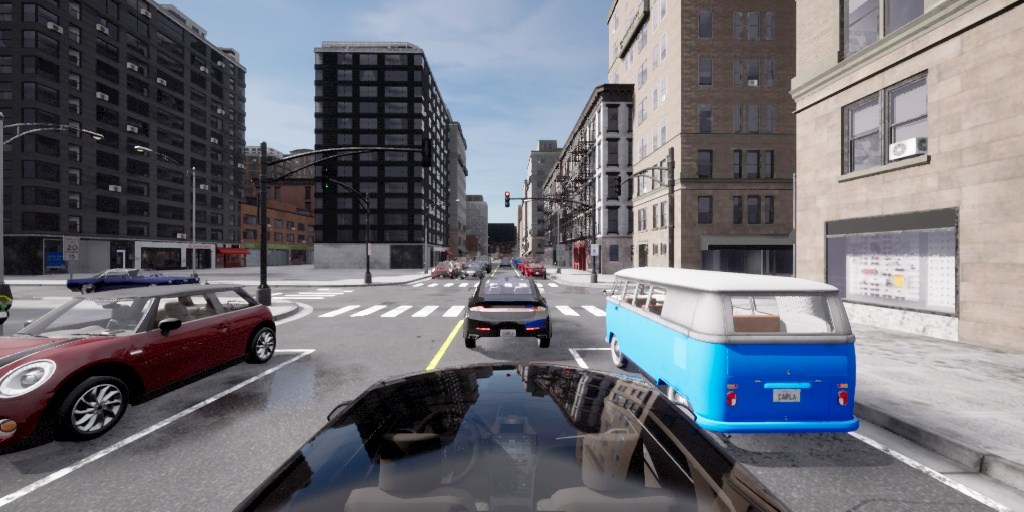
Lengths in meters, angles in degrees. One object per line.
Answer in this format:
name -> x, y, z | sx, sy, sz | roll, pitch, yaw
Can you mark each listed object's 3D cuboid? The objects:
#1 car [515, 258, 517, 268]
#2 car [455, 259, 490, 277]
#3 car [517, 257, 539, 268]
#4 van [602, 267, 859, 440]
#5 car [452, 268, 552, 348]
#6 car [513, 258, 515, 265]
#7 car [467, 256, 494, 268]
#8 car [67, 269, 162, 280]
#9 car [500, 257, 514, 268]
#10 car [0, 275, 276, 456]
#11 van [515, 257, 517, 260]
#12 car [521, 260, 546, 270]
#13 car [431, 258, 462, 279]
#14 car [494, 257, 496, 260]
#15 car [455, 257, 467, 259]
car -> 1.770, 1.294, 48.367 | 1.888, 1.381, 4.507 | 0, 0, -1
car -> -3.395, 1.242, 31.638 | 2.128, 1.511, 4.902 | 0, 0, -1
car -> 1.975, 1.065, 37.549 | 2.192, 1.841, 5.009 | 0, 0, -1
van -> 2.584, 1.091, 5.265 | 1.690, 1.789, 3.998 | 0, 0, -1
car -> -0.126, 1.242, 9.200 | 2.128, 1.511, 4.902 | 0, 0, -1
car -> 1.566, 1.312, 59.184 | 1.948, 1.339, 4.313 | 0, 0, -1
car -> -3.586, 0.972, 41.801 | 2.150, 2.045, 5.566 | 0, 0, 0
car -> -17.814, 1.263, 17.114 | 4.718, 1.301, 1.895 | 0, 0, -1
car -> -1.131, 1.309, 62.301 | 1.994, 1.385, 4.181 | 0, 0, -1
car -> -5.440, 1.190, 5.114 | 1.967, 1.591, 4.097 | 0, 0, -1
van -> 1.668, 1.089, 53.776 | 1.690, 1.789, 3.998 | 0, 0, -1
car -> 2.077, 1.295, 32.141 | 1.888, 1.381, 4.507 | 0, 0, -1
car -> -5.947, 1.190, 31.990 | 1.967, 1.591, 4.097 | 0, 0, -1
car -> -3.782, 1.296, 52.203 | 2.033, 1.411, 5.357 | 0, 0, -1
car -> -6.151, 1.065, 42.806 | 2.192, 1.841, 5.009 | 0, 0, -1
